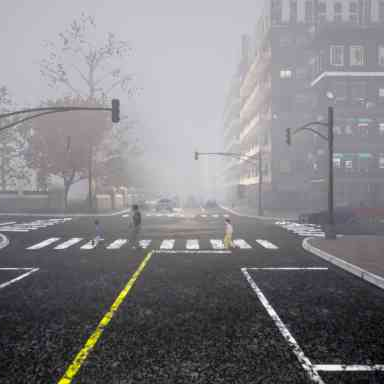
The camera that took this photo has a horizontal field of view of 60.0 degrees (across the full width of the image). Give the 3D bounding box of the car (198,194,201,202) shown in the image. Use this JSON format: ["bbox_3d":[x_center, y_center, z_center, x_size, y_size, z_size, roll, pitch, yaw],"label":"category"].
[{"bbox_3d":[2.575,1.494,62.258,1.967,1.590,4.097,0,0,0],"label":"car"}]

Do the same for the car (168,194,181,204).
[{"bbox_3d":[-3.166,1.563,64.720,1.837,1.490,4.892,0,0,0],"label":"car"}]

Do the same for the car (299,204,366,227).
[{"bbox_3d":[10.174,1.789,24.789,4.181,1.385,1.994,1,0,-1],"label":"car"}]

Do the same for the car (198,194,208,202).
[{"bbox_3d":[2.543,1.401,79.148,2.192,1.841,5.009,0,0,0],"label":"car"}]

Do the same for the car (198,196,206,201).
[{"bbox_3d":[2.531,1.649,84.779,2.008,1.369,4.403,0,0,0],"label":"car"}]

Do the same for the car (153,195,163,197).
[{"bbox_3d":[-5.783,1.561,50.812,1.752,1.417,4.829,0,0,0],"label":"car"}]

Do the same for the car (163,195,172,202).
[{"bbox_3d":[-5.837,1.526,79.132,1.967,1.590,4.097,0,0,0],"label":"car"}]

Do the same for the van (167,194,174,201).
[{"bbox_3d":[-5.860,1.453,90.393,1.690,1.788,3.998,0,0,0],"label":"van"}]

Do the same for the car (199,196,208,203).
[{"bbox_3d":[2.553,1.619,73.518,1.887,1.381,4.507,0,0,0],"label":"car"}]

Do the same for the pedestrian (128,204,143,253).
[{"bbox_3d":[-2.065,1.296,12.199,0.375,1.860,0.375,0,0,0],"label":"pedestrian"}]

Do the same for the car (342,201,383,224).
[{"bbox_3d":[13.415,1.609,27.435,5.009,1.841,2.192,1,-1,-1],"label":"car"}]

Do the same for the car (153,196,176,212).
[{"bbox_3d":[-3.167,1.548,39.128,1.812,1.442,4.674,0,0,0],"label":"car"}]

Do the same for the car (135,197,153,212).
[{"bbox_3d":[-5.762,1.589,39.721,1.947,1.339,4.313,0,0,0],"label":"car"}]

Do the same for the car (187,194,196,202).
[{"bbox_3d":[-0.148,1.318,78.837,2.097,1.767,4.553,0,0,0],"label":"car"}]

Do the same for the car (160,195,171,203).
[{"bbox_3d":[-5.827,1.515,73.503,1.967,1.590,4.097,0,0,0],"label":"car"}]

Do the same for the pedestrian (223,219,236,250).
[{"bbox_3d":[1.466,1.578,12.805,0.375,1.300,0.375,0,0,0],"label":"pedestrian"}]

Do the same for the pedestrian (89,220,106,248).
[{"bbox_3d":[-3.791,1.276,13.397,0.375,1.860,0.375,0,0,0],"label":"pedestrian"}]

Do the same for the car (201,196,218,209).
[{"bbox_3d":[2.608,1.574,45.367,1.887,1.381,4.507,0,0,0],"label":"car"}]

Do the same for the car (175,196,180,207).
[{"bbox_3d":[-3.186,1.636,50.164,1.895,1.301,4.718,0,0,0],"label":"car"}]

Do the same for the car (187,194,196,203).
[{"bbox_3d":[-0.130,1.612,68.448,2.033,1.411,5.357,0,0,0],"label":"car"}]

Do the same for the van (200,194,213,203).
[{"bbox_3d":[2.597,1.377,50.998,1.690,1.788,3.998,0,0,0],"label":"van"}]
